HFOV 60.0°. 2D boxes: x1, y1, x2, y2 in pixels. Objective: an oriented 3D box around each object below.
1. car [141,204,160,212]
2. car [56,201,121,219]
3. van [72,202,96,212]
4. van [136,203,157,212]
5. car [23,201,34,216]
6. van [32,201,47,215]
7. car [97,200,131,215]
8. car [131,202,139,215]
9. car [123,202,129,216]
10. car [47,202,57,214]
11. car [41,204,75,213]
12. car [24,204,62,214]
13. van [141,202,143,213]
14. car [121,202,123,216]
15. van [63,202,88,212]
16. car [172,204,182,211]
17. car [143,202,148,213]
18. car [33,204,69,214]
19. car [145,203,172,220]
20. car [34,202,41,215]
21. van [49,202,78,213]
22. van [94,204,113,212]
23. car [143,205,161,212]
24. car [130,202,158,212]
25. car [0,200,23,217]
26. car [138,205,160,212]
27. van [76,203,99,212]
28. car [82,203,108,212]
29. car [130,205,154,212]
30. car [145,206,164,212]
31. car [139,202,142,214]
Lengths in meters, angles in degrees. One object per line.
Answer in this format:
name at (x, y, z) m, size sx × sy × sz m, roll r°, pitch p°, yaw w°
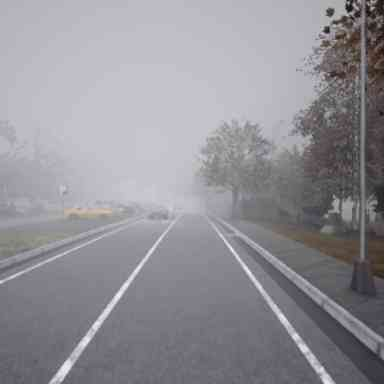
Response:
car at (-10.247, 3.997, 82.851) m, size 4.553 × 1.767 × 2.185 m, roll 0°, pitch -3°, yaw 0°
car at (-10.138, 1.978, 32.955) m, size 5.366 × 1.575 × 1.946 m, roll 0°, pitch -2°, yaw 0°
van at (-23.251, 3.276, 71.798) m, size 4.442 × 1.987 × 1.878 m, roll 0°, pitch -3°, yaw 0°
van at (-10.169, 3.430, 74.541) m, size 4.442 × 1.987 × 1.878 m, roll 0°, pitch -3°, yaw 0°
car at (-23.210, 2.273, 41.493) m, size 5.366 × 1.575 × 1.946 m, roll 0°, pitch -2°, yaw 0°
van at (-23.507, 2.270, 47.036) m, size 4.442 × 1.987 × 1.878 m, roll 0°, pitch -2°, yaw 0°
car at (-10.347, 2.142, 41.272) m, size 4.553 × 1.767 × 2.185 m, roll 0°, pitch -2°, yaw 0°
car at (-10.285, 2.124, 44.047) m, size 5.566 × 2.045 × 2.435 m, roll 0°, pitch -2°, yaw 0°
car at (-10.325, 2.163, 38.493) m, size 5.008 × 1.535 × 2.097 m, roll 0°, pitch -2°, yaw 0°
car at (-23.356, 2.481, 49.799) m, size 4.553 × 1.767 × 2.185 m, roll 0°, pitch -2°, yaw 0°
car at (-23.374, 2.940, 58.099) m, size 4.892 × 1.521 × 2.231 m, roll 0°, pitch -2°, yaw 0°
car at (-23.380, 2.712, 52.438) m, size 5.008 × 1.535 × 2.097 m, roll 0°, pitch -2°, yaw 0°
van at (-10.422, 2.483, 52.368) m, size 4.442 × 1.987 × 1.878 m, roll 0°, pitch -2°, yaw 0°
car at (-10.326, 2.069, 35.722) m, size 4.892 × 1.521 × 2.231 m, roll 0°, pitch -2°, yaw 0°
van at (-23.256, 3.045, 66.411) m, size 4.442 × 1.987 × 1.878 m, roll 0°, pitch -2°, yaw 0°
car at (-3.228, 3.496, 74.410) m, size 2.033 × 1.411 × 5.357 m, roll 0°, pitch -3°, yaw 0°
car at (-10.309, 2.819, 55.133) m, size 5.008 × 1.535 × 2.097 m, roll 0°, pitch -2°, yaw 0°
car at (-23.378, 2.828, 55.331) m, size 5.008 × 1.535 × 2.097 m, roll 0°, pitch -2°, yaw 0°
car at (-3.330, 2.074, 33.775) m, size 1.812 × 1.442 × 4.674 m, roll 0°, pitch -2°, yaw 0°
car at (-23.386, 2.385, 44.258) m, size 4.892 × 1.521 × 2.231 m, roll 0°, pitch -2°, yaw 0°
van at (-23.495, 2.824, 60.876) m, size 4.442 × 1.987 × 1.878 m, roll 0°, pitch -2°, yaw 0°
van at (-23.470, 4.208, 88.401) m, size 4.442 × 1.987 × 1.878 m, roll 0°, pitch -3°, yaw 0°
car at (-10.244, 4.153, 85.622) m, size 4.553 × 1.767 × 2.185 m, roll 0°, pitch -3°, yaw 0°
car at (-10.317, 3.249, 71.770) m, size 5.566 × 2.045 × 2.435 m, roll 0°, pitch -3°, yaw 0°
car at (-23.426, 1.920, 38.736) m, size 5.566 × 2.045 × 2.435 m, roll 0°, pitch -2°, yaw 0°
car at (-10.275, 3.967, 80.072) m, size 5.008 × 1.535 × 2.097 m, roll 0°, pitch -3°, yaw 0°
van at (-23.482, 3.439, 74.697) m, size 4.442 × 1.987 × 1.878 m, roll 0°, pitch -3°, yaw 0°
car at (-23.332, 3.717, 80.105) m, size 5.566 × 2.045 × 2.435 m, roll 0°, pitch -3°, yaw 0°
car at (-10.320, 3.404, 69.007) m, size 4.792 × 1.488 × 2.163 m, roll 0°, pitch -3°, yaw 0°
car at (-10.264, 4.590, 91.159) m, size 4.892 × 1.521 × 2.231 m, roll 0°, pitch -3°, yaw 0°
car at (-10.311, 2.637, 49.583) m, size 4.674 × 1.452 × 2.002 m, roll 0°, pitch -2°, yaw 0°
